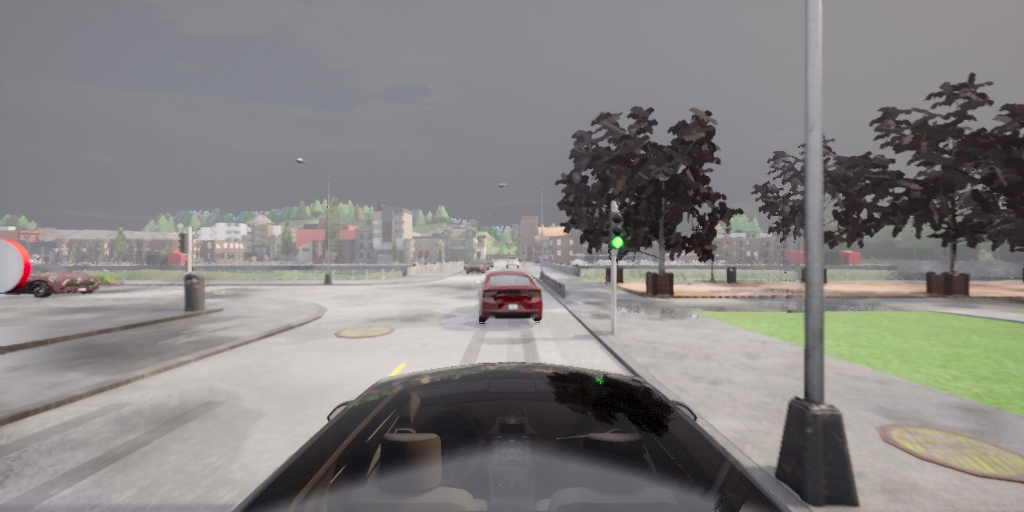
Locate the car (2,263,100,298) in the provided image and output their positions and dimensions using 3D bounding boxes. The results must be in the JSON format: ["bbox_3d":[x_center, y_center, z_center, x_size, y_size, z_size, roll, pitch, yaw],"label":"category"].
[{"bbox_3d":[-24.099,1.123,18.244,4.553,1.767,2.097,0,0,0],"label":"car"}]

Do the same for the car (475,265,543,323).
[{"bbox_3d":[-0.210,1.241,12.264,1.882,1.535,5.008,0,0,-6],"label":"car"}]

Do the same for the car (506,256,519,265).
[{"bbox_3d":[0.085,1.048,62.452,2.150,2.045,5.566,0,0,0],"label":"car"}]

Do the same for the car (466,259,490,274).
[{"bbox_3d":[-4.106,1.154,41.657,2.097,1.767,4.553,0,0,0],"label":"car"}]

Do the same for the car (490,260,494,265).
[{"bbox_3d":[-4.094,1.305,50.901,2.128,1.511,4.902,0,0,0],"label":"car"}]

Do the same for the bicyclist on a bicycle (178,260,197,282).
[{"bbox_3d":[-24.032,1.131,26.642,0.582,1.620,1.656,0,0,0],"label":"bicyclist on a bicycle"}]
